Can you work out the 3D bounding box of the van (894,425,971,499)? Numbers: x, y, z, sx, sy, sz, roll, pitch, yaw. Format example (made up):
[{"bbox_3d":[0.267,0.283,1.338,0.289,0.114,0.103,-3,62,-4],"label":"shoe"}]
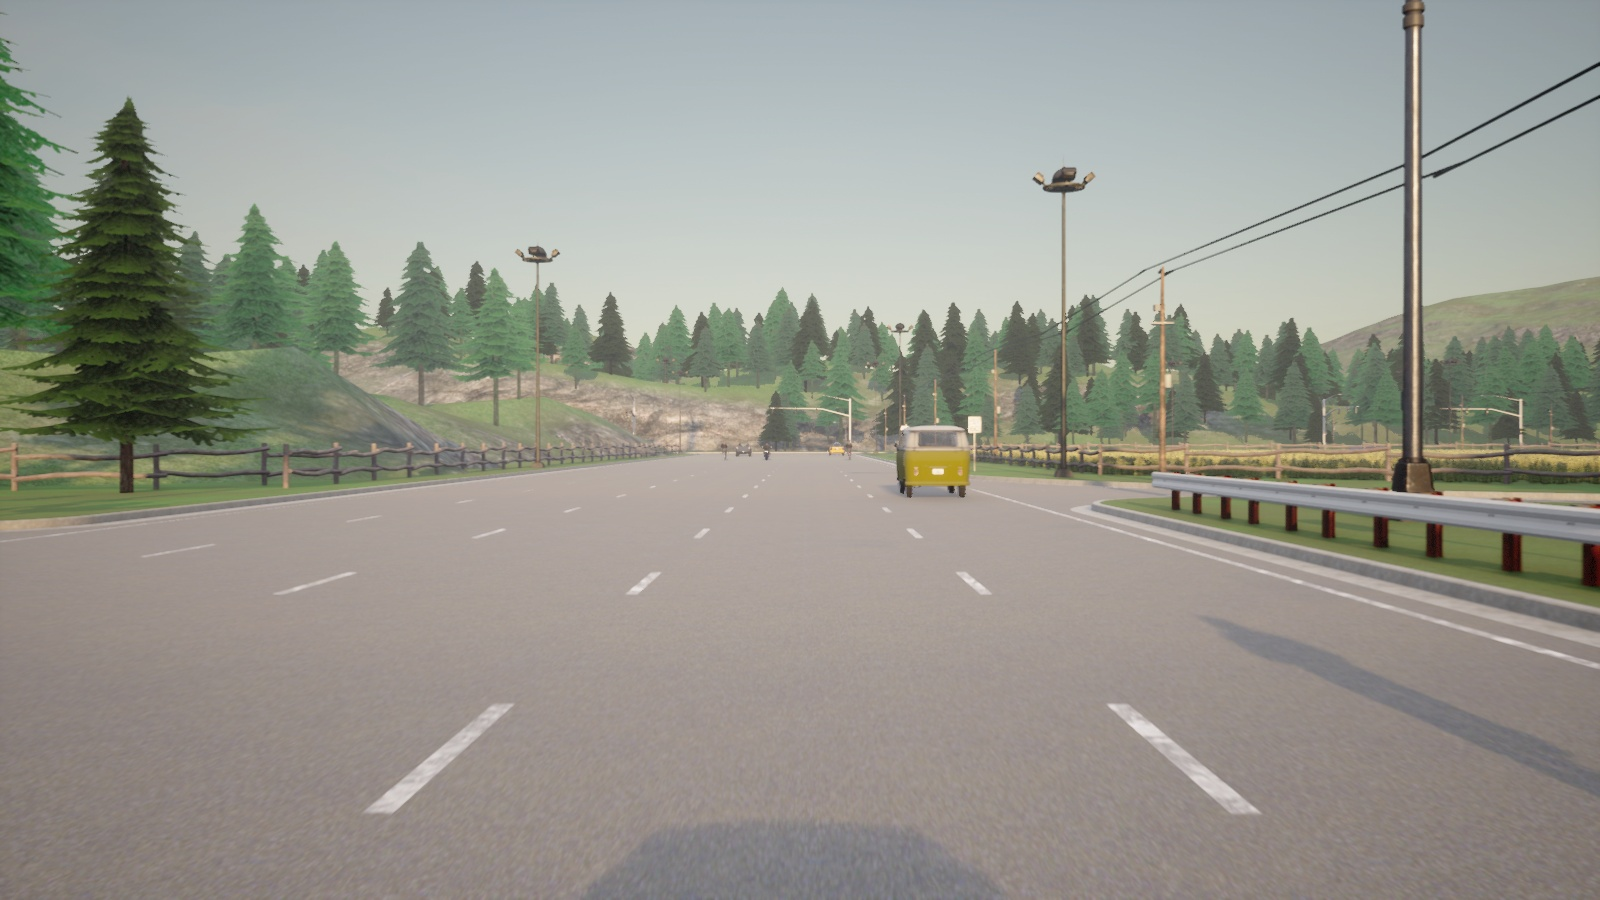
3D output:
[{"bbox_3d":[3.718,0.301,35.881,1.775,1.987,4.442,0,0,0],"label":"van"}]

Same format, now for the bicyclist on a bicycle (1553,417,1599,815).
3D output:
[{"bbox_3d":[3.541,0.676,4.600,0.582,1.620,1.656,0,0,0],"label":"bicyclist on a bicycle"}]
